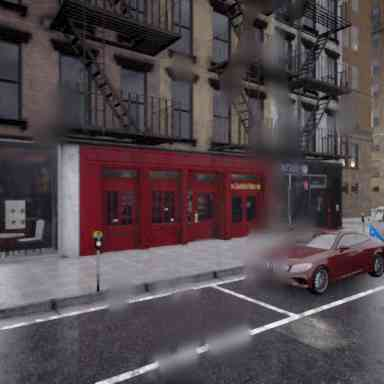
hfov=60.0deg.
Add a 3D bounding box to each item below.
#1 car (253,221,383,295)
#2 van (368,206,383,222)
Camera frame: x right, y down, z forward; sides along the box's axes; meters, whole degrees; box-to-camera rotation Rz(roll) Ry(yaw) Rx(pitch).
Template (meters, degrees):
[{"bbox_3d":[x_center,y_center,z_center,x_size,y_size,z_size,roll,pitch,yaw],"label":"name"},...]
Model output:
[{"bbox_3d":[3.473,1.582,8.662,4.206,1.307,1.802,0,0,-35],"label":"car"},{"bbox_3d":[7.879,1.340,11.795,3.998,1.788,1.690,0,0,-35],"label":"van"}]
